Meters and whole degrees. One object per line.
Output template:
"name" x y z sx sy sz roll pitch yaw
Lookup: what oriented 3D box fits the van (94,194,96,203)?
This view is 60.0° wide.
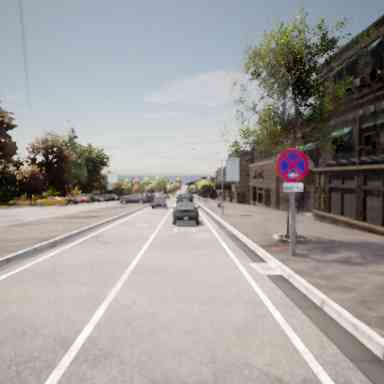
"van" -23.727 1.408 71.786 4.442 1.987 1.878 0 0 -1

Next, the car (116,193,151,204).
"car" -10.195 1.461 58.158 4.892 1.521 2.231 0 0 -1

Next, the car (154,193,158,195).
"car" -10.498 1.265 69.366 5.566 2.045 2.435 0 0 -1

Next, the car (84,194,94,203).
"car" -23.512 1.486 69.009 4.553 1.767 2.185 0 0 -1

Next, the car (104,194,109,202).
"car" -23.632 1.700 80.146 5.366 1.575 1.946 0 0 -1

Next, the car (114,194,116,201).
"car" -24.074 1.549 91.280 5.566 2.045 2.435 0 0 -1

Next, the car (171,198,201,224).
"car" -0.443 1.472 24.321 1.837 1.490 4.892 0 1 -1

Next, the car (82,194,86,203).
"car" -23.410 1.618 63.440 4.674 1.452 2.002 0 0 -1

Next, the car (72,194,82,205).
"car" -23.348 1.565 60.654 5.008 1.535 2.097 0 0 -1

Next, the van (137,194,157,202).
"van" -10.863 1.382 80.571 4.442 1.987 1.878 0 0 -1

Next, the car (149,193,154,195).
"car" -10.297 1.218 60.958 5.566 2.045 2.435 0 0 -1

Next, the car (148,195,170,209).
"car" -4.250 1.525 43.604 1.994 1.385 4.181 0 0 -1

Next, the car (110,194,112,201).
"car" -23.929 1.781 85.711 4.792 1.488 2.163 0 0 -1

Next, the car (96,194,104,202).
"car" -23.745 1.720 77.357 4.674 1.452 2.002 0 0 -1

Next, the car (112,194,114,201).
"car" -24.058 1.805 88.493 4.792 1.488 2.163 0 0 -1

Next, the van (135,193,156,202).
"van" -10.490 1.333 74.972 4.442 1.987 1.878 0 0 -1

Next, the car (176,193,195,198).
"car" -0.849 1.162 41.486 2.150 2.045 5.566 0 0 -1

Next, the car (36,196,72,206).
"car" -23.207 1.551 55.088 5.008 1.535 2.097 0 0 -1

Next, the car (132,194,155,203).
"car" -10.505 1.410 72.166 4.553 1.767 2.185 0 0 -1
